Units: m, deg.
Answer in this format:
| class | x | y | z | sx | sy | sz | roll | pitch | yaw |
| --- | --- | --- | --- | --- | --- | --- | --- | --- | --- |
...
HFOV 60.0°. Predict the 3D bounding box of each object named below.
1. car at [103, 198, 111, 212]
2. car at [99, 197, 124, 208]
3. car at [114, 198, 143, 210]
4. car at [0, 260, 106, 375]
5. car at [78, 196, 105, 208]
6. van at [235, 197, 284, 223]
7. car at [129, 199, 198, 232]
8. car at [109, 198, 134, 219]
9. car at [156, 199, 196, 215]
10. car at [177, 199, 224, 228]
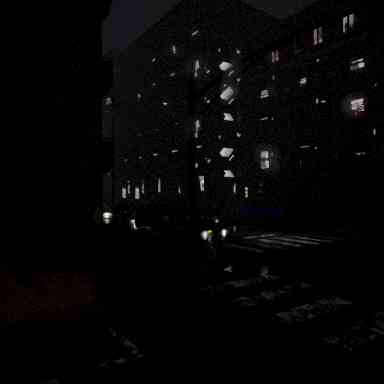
| class | x | y | z | sx | sy | sz | roll | pitch | yaw |
| --- | --- | --- | --- | --- | --- | --- | --- | --- | --- |
| car | -11.337 | 1.439 | 37.608 | 1.882 | 1.535 | 5.008 | -1 | 0 | -36 |
| car | -11.616 | 1.463 | 47.858 | 1.887 | 1.381 | 4.507 | -1 | 0 | -36 |
| car | -8.298 | 1.463 | 43.271 | 1.887 | 1.381 | 4.507 | -1 | 0 | -36 |
| car | -3.559 | 1.525 | 4.030 | 4.829 | 1.417 | 1.752 | 0 | 0 | -35 |
| car | -14.261 | 1.429 | 47.003 | 2.128 | 1.511 | 4.902 | -1 | 0 | -36 |
| van | 4.975 | 1.280 | 24.922 | 1.690 | 1.788 | 3.998 | 0 | 0 | -36 |
| car | -1.826 | 1.441 | 20.026 | 1.967 | 1.590 | 4.097 | 0 | 0 | -36 |
| car | -5.350 | 1.532 | 29.308 | 1.994 | 1.385 | 4.181 | -1 | 0 | -37 |
| car | -1.761 | 1.450 | 34.235 | 1.752 | 1.417 | 4.829 | 0 | 0 | -36 |
| car | 0.043 | 1.473 | 21.859 | 2.128 | 1.511 | 4.902 | -1 | 0 | -36 |
